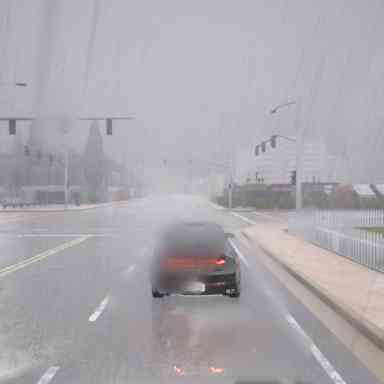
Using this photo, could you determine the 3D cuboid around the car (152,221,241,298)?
[{"bbox_3d":[0.083,1.505,8.519,1.837,1.490,4.892,0,0,0],"label":"car"}]
